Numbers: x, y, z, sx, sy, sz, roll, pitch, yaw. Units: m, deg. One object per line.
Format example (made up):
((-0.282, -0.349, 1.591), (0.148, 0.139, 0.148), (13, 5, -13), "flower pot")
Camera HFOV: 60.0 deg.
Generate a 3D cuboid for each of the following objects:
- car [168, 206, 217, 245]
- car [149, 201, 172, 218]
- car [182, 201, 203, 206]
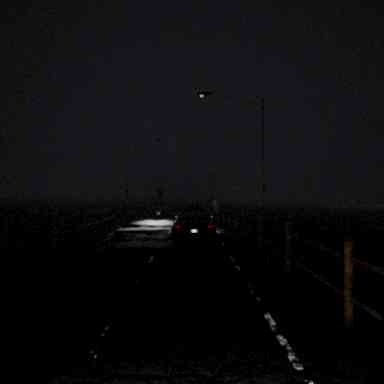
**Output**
((0.093, 1.604, 15.866), (1.994, 1.385, 4.181), (0, 0, 0), "car")
((-2.852, 1.572, 30.882), (2.128, 1.511, 4.902), (0, 0, 0), "car")
((0.092, 1.562, 32.337), (1.882, 1.535, 5.008), (0, 0, 0), "car")
